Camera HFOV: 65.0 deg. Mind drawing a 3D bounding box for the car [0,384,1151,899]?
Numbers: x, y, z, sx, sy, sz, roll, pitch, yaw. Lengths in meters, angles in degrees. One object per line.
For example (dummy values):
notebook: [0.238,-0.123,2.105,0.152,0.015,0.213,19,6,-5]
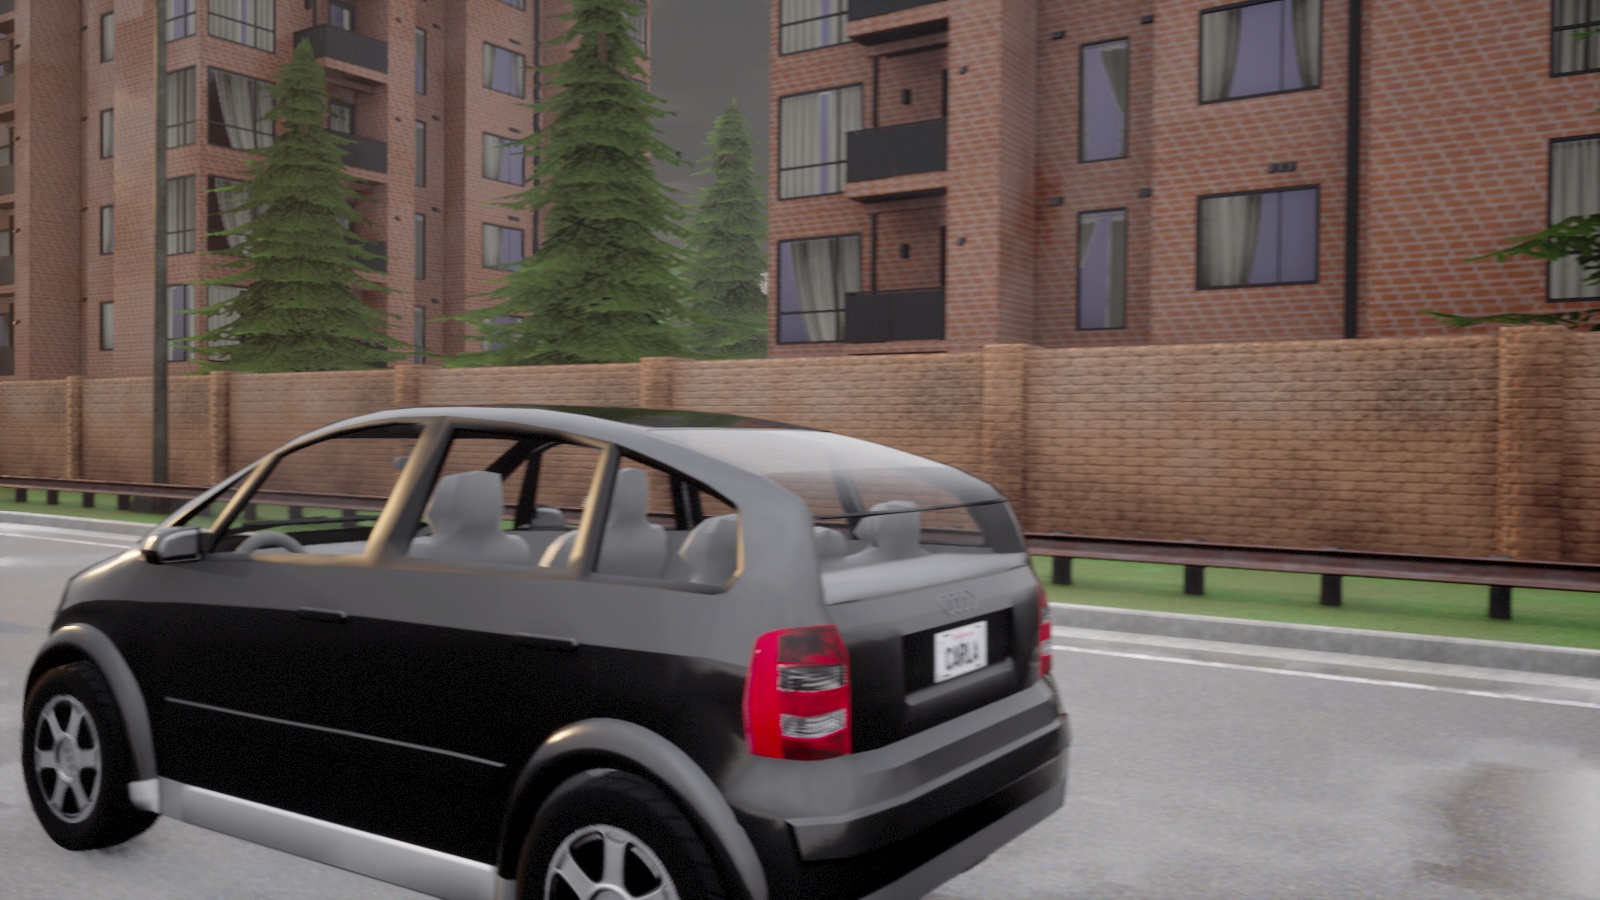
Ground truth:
car: [-0.943,0.654,4.249,3.705,1.549,1.789,-1,0,34]
